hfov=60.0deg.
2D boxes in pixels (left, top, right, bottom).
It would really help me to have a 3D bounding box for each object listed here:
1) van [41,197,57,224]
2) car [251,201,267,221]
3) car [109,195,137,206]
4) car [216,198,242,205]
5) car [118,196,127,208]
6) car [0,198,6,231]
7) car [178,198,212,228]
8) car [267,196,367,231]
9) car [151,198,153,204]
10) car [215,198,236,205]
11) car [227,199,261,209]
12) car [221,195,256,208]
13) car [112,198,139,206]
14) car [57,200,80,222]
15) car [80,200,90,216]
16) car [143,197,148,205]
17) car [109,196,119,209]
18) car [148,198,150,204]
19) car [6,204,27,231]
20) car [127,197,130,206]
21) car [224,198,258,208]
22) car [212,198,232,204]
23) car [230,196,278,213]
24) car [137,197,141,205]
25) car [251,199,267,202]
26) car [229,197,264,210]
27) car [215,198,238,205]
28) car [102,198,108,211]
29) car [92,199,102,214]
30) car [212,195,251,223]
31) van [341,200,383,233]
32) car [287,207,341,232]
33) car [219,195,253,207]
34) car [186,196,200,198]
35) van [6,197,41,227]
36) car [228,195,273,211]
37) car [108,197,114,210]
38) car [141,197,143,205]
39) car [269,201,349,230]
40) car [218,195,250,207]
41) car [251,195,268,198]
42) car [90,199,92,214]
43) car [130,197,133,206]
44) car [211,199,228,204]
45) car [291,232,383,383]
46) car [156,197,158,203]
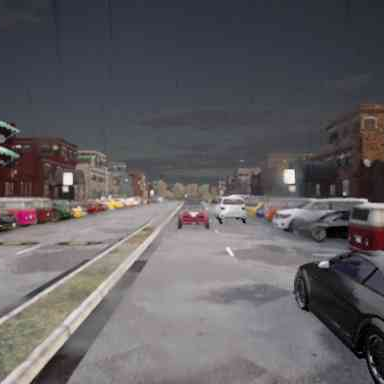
[{"bbox_3d":[-12.977,1.444,25.006,4.442,1.987,1.878,0,0,0],"label":"van"},{"bbox_3d":[7.650,1.723,27.747,4.674,1.452,2.002,0,0,0],"label":"car"},{"bbox_3d":[-12.966,1.809,58.345,5.366,1.575,1.946,0,-1,0],"label":"car"},{"bbox_3d":[7.666,2.003,69.089,5.008,1.535,2.097,0,-1,0],"label":"car"},{"bbox_3d":[-12.985,1.738,50.143,5.366,1.575,1.946,0,0,0],"label":"car"},{"bbox_3d":[-12.922,1.372,16.670,5.566,2.045,2.435,0,0,0],"label":"car"},{"bbox_3d":[0.110,1.538,23.845,2.097,1.767,4.553,0,0,0],"label":"car"},{"bbox_3d":[7.621,1.389,19.473,5.566,2.045,2.435,0,0,0],"label":"car"},{"bbox_3d":[-12.698,2.275,80.564,4.792,1.488,2.163,0,-1,0],"label":"car"},{"bbox_3d":[7.672,2.216,77.358,4.674,1.452,2.002,0,-1,0],"label":"car"},{"bbox_3d":[7.692,1.780,49.807,4.792,1.488,2.163,0,0,0],"label":"car"},{"bbox_3d":[7.637,1.539,55.319,5.566,2.045,2.435,0,-1,0],"label":"car"},{"bbox_3d":[-12.765,1.935,63.896,4.674,1.452,2.002,0,-1,0],"label":"car"},{"bbox_3d":[-12.822,1.431,27.905,5.566,2.045,2.435,0,0,0],"label":"car"},{"bbox_3d":[-12.660,1.690,30.688,5.366,1.575,1.946,0,0,0],"label":"car"},{"bbox_3d":[-12.753,2.068,72.354,4.892,1.521,2.231,0,-1,0],"label":"car"},{"bbox_3d":[-12.817,1.723,44.586,5.008,1.535,2.097,0,0,0],"label":"car"},{"bbox_3d":[-12.926,2.124,75.133,5.366,1.575,1.946,0,-1,0],"label":"car"},{"bbox_3d":[-12.873,1.643,19.569,4.892,1.521,2.231,0,0,0],"label":"car"},{"bbox_3d":[-12.795,1.797,52.913,4.674,1.452,2.002,0,0,0],"label":"car"},{"bbox_3d":[7.658,1.764,52.559,5.008,1.535,2.097,0,-1,0],"label":"car"},{"bbox_3d":[7.673,2.355,85.629,5.008,1.535,2.097,0,-1,0],"label":"car"},{"bbox_3d":[7.631,1.473,41.538,5.566,2.045,2.435,0,0,0],"label":"car"},{"bbox_3d":[-12.745,1.598,61.126,5.566,2.045,2.435,0,-1,0],"label":"car"},{"bbox_3d":[7.839,1.691,30.504,5.366,1.575,1.946,0,0,0],"label":"car"},{"bbox_3d":[7.693,1.612,47.050,4.553,1.767,2.185,0,0,0],"label":"car"},{"bbox_3d":[7.703,2.148,74.602,4.792,1.488,2.163,0,-1,0],"label":"car"},{"bbox_3d":[-12.855,1.742,38.903,4.792,1.488,2.163,0,0,0],"label":"car"},{"bbox_3d":[-12.827,1.707,36.123,5.008,1.535,2.097,0,0,0],"label":"car"},{"bbox_3d":[3.113,1.424,27.599,2.150,2.045,5.566,0,0,0],"label":"car"},{"bbox_3d":[7.762,1.358,11.197,4.442,1.987,1.878,0,0,0],"label":"van"},{"bbox_3d":[7.619,1.653,16.714,4.792,1.488,2.163,0,0,0],"label":"car"},{"bbox_3d":[7.638,1.567,58.072,5.566,2.045,2.435,0,-1,0],"label":"car"},{"bbox_3d":[0.120,1.464,40.967,2.150,2.045,5.566,0,0,0],"label":"car"},{"bbox_3d":[-12.988,1.431,22.353,4.442,1.987,1.878,0,0,0],"label":"van"},{"bbox_3d":[7.689,1.479,44.295,5.566,2.045,2.435,0,0,0],"label":"car"},{"bbox_3d":[-12.825,1.719,41.682,4.892,1.521,2.231,0,0,0],"label":"car"},{"bbox_3d":[-12.729,1.822,66.677,4.553,1.767,2.185,0,-1,0],"label":"car"},{"bbox_3d":[7.682,1.531,22.231,4.553,1.767,2.185,0,0,0],"label":"car"},{"bbox_3d":[7.639,1.605,60.829,5.566,2.045,2.435,0,-1,0],"label":"car"},{"bbox_3d":[7.627,1.592,38.780,4.553,1.767,2.185,0,0,0],"label":"car"},{"bbox_3d":[-12.870,1.574,33.345,4.553,1.767,2.185,0,0,0],"label":"car"},{"bbox_3d":[-12.784,1.820,55.571,4.674,1.452,2.002,0,0,0],"label":"car"},{"bbox_3d":[7.680,2.586,93.933,4.674,1.452,2.002,0,-1,0],"label":"car"},{"bbox_3d":[3.102,1.617,5.259,1.994,1.385,4.181,0,-1,0],"label":"car"},{"bbox_3d":[-12.695,2.502,91.802,5.008,1.535,2.097,0,-1,0],"label":"car"}]
